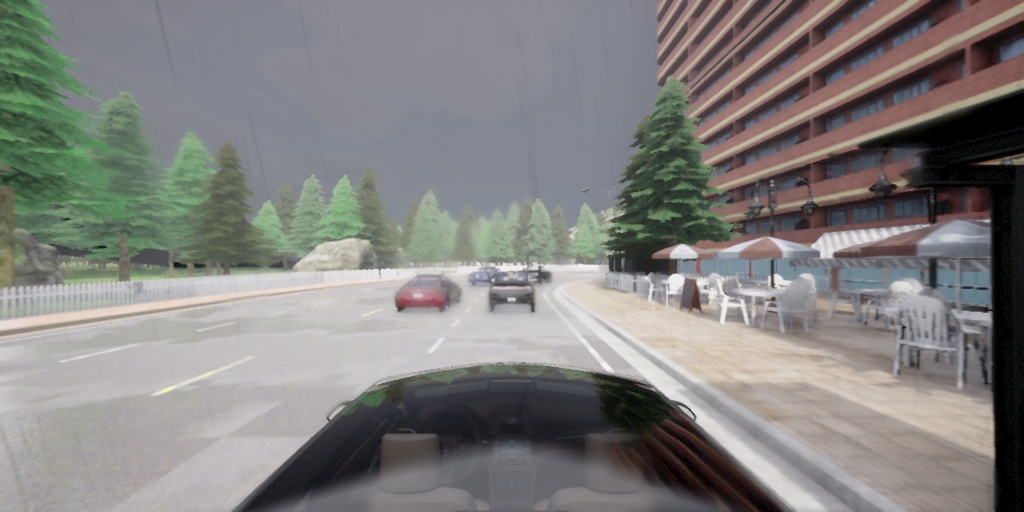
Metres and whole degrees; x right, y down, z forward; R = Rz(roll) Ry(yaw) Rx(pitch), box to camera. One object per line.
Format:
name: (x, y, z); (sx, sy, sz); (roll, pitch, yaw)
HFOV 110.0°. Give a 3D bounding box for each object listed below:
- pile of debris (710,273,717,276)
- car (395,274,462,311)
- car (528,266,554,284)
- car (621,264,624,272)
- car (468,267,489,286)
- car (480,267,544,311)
pile of debris: (27.882, 2.472, 51.802); (1.860, 0.140, 1.500); (0, 0, -12)
car: (-3.415, 1.463, 15.302); (1.994, 1.385, 4.181); (0, -1, 2)
car: (1.994, 1.537, 28.647); (2.128, 1.511, 4.902); (0, -1, 20)
car: (19.315, 1.952, 60.125); (4.181, 1.385, 1.994); (0, -1, -21)
car: (-1.735, 1.592, 28.680); (2.033, 1.411, 5.357); (0, -1, 18)
car: (0.081, 1.392, 15.328); (2.128, 1.511, 4.902); (0, 0, 2)
